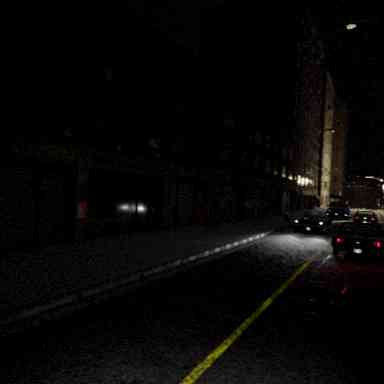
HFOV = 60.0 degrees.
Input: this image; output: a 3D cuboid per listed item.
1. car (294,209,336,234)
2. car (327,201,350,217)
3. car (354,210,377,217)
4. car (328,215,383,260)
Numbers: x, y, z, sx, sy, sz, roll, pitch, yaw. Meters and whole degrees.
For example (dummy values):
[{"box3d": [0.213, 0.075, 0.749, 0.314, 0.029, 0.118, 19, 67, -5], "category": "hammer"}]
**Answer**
[{"box3d": [8.195, 1.985, 22.348, 1.895, 1.301, 4.718, 3, 0, 28], "category": "car"}, {"box3d": [17.000, 2.112, 38.521, 2.150, 2.045, 5.566, 3, 0, 28], "category": "car"}, {"box3d": [15.984, 2.351, 30.628, 1.895, 1.301, 4.718, 3, 0, 28], "category": "car"}, {"box3d": [7.192, 1.936, 14.247, 1.895, 1.301, 4.718, 3, 0, 28], "category": "car"}]
